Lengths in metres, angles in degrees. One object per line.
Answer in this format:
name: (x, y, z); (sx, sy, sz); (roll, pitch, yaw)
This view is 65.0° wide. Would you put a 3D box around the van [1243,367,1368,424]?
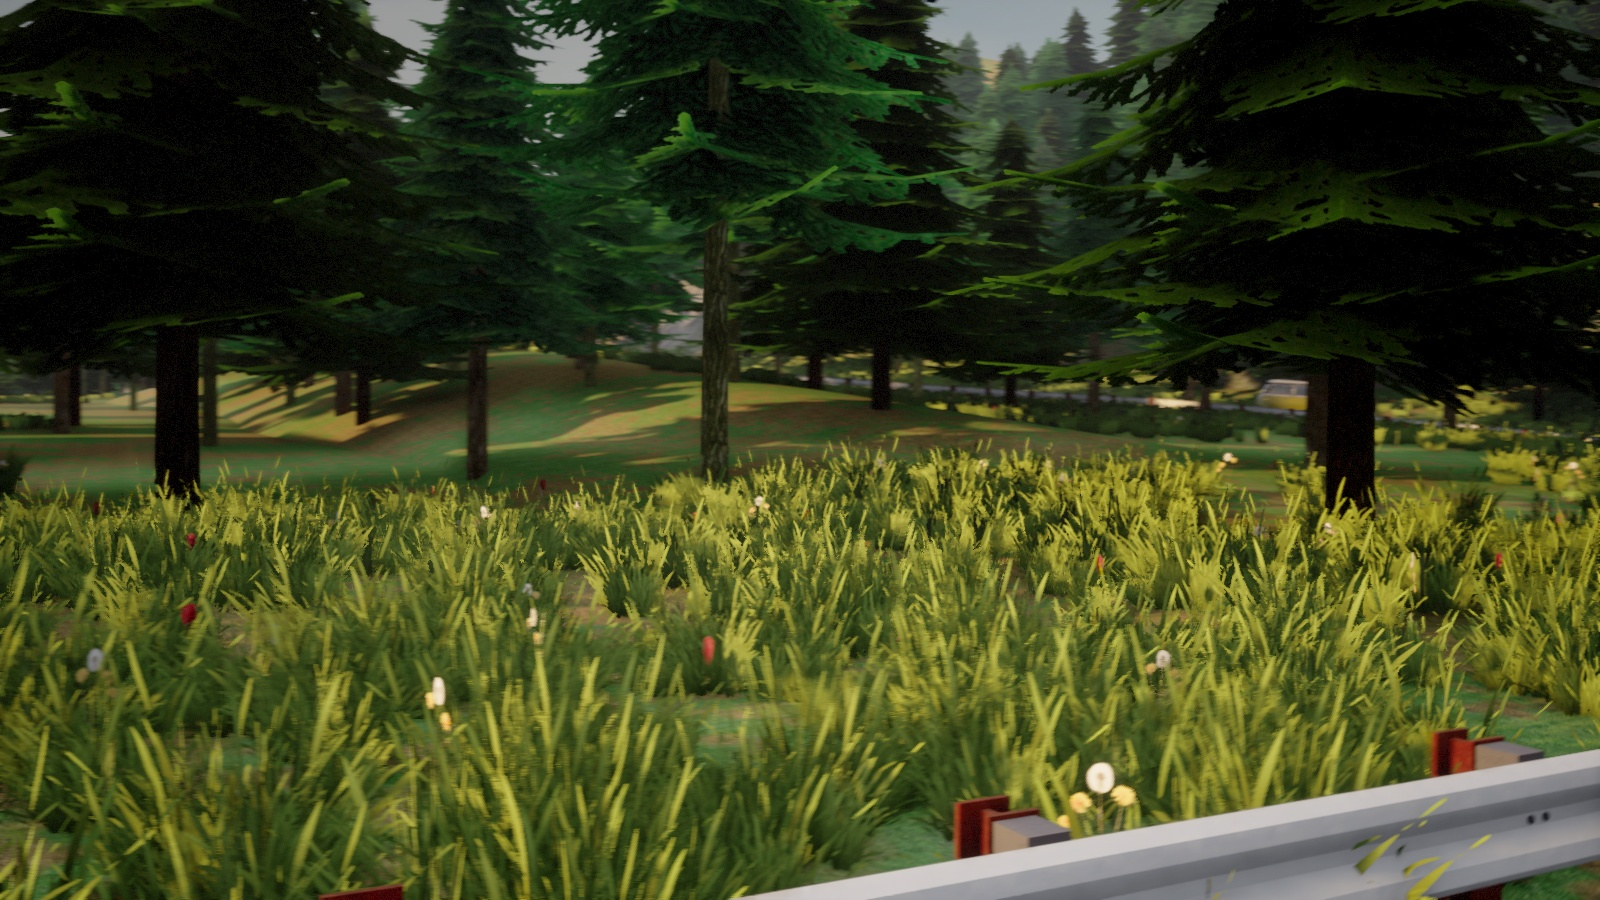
van: (20.221, -2.193, 50.334); (4.442, 1.987, 1.775); (4, 2, 23)
